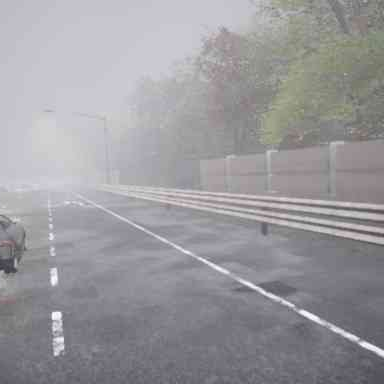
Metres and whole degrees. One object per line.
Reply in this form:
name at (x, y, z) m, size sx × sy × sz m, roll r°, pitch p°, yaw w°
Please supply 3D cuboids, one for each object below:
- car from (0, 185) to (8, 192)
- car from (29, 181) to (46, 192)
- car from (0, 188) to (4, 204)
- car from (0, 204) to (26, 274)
car at (-39.655, -0.695, 69.434) m, size 1.882 × 1.535 × 5.008 m, roll -4°, pitch 3°, yaw -23°
car at (-29.311, -0.734, 63.186) m, size 1.812 × 1.442 × 4.674 m, roll -4°, pitch 3°, yaw -23°
car at (-18.929, 0.651, 30.589) m, size 1.994 × 1.385 × 4.181 m, roll -4°, pitch 3°, yaw -23°
car at (-5.715, 1.283, 8.989) m, size 1.994 × 1.385 × 4.181 m, roll -4°, pitch 3°, yaw -23°
